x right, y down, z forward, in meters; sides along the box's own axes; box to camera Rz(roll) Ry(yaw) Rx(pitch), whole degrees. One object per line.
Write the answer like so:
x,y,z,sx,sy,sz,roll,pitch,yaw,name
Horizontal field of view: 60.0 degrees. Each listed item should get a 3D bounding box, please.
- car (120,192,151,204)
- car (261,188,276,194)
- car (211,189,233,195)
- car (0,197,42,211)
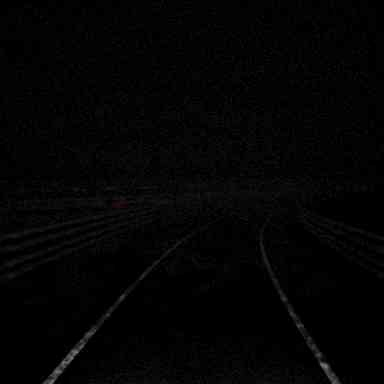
-8.065,0.786,47.863,4.902,1.511,2.128,-3,4,-43,car
15.914,-0.191,70.323,4.181,1.385,1.994,-2,3,-43,car
5.097,0.252,60.192,5.357,1.411,2.033,-2,3,-43,car
-19.139,1.287,37.494,4.674,1.442,1.812,-2,3,-43,car
